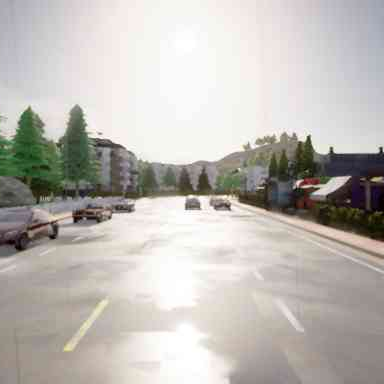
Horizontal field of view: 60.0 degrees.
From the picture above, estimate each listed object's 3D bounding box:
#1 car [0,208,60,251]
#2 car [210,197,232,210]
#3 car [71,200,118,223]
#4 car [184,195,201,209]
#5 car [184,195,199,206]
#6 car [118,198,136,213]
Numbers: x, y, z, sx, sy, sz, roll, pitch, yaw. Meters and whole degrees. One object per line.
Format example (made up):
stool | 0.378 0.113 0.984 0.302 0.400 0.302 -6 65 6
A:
car | -7.102 1.445 13.900 1.812 1.442 4.674 0 0 0
car | 3.490 1.370 39.284 1.895 1.301 4.718 0 0 0
car | -7.087 1.458 24.198 1.895 1.301 4.718 0 0 0
car | 0.092 1.328 39.960 1.994 1.385 4.181 0 0 0
car | -0.009 1.200 49.220 2.128 1.511 4.902 0 0 0
car | -7.063 1.359 34.369 1.994 1.385 4.181 0 0 0
